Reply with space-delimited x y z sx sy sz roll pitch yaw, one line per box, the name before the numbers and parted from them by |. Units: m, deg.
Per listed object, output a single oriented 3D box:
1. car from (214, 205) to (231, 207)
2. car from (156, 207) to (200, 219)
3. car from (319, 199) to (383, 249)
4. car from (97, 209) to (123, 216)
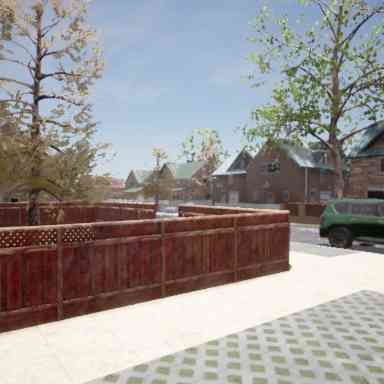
car | 1.933 1.793 25.876 1.837 1.490 4.892 2 -2 -35
car | -0.868 1.823 24.733 1.895 1.301 4.718 2 -2 -35
car | 7.596 1.289 12.598 2.150 2.045 5.566 2 -2 -34
car | -9.235 1.867 36.782 1.882 1.535 5.008 2 -2 -34
